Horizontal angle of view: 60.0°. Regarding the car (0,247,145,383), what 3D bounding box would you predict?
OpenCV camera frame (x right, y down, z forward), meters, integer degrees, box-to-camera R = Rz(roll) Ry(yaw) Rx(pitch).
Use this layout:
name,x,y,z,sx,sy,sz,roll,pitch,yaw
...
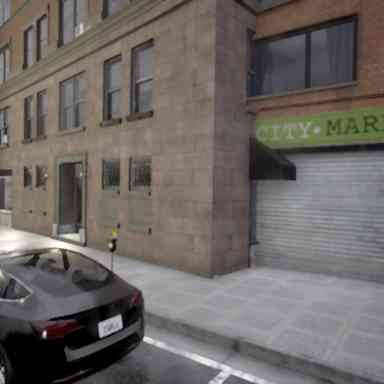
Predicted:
name,x,y,z,sx,sy,sz,roll,pitch,yaw
car,-2.602,1.510,4.931,4.313,1.339,1.947,1,1,35
